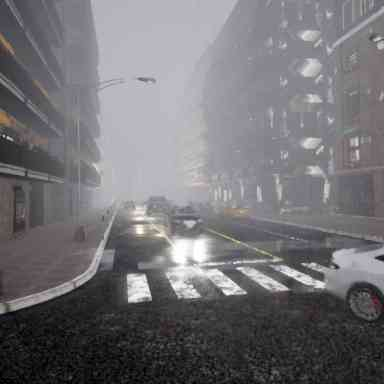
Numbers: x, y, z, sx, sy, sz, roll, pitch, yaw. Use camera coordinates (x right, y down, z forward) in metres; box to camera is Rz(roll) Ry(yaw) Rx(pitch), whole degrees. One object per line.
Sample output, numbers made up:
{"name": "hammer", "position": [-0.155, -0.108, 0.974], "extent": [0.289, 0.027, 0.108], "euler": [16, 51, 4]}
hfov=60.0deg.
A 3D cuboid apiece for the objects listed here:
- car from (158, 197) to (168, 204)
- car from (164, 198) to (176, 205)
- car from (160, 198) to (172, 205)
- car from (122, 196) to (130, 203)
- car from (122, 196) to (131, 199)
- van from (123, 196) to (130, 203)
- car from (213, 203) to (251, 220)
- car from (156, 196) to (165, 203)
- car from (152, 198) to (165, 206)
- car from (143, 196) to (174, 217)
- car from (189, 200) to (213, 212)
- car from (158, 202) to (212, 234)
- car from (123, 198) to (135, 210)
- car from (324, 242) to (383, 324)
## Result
{"name": "car", "position": [-6.811, 2.014, 78.462], "extent": [1.887, 1.381, 4.507], "euler": [-1, 0, -12]}
{"name": "car", "position": [-4.495, 1.932, 67.377], "extent": [2.008, 1.369, 4.403], "euler": [-1, 0, -12]}
{"name": "car", "position": [-5.653, 1.976, 72.919], "extent": [2.008, 1.369, 4.403], "euler": [-1, 0, -12]}
{"name": "car", "position": [-18.496, 2.033, 93.393], "extent": [2.192, 1.841, 5.009], "euler": [-1, 0, -12]}
{"name": "car", "position": [-13.863, 1.842, 71.226], "extent": [2.192, 1.841, 5.009], "euler": [-1, 0, -12]}
{"name": "van", "position": [-17.337, 2.006, 87.853], "extent": [1.690, 1.788, 3.998], "euler": [-1, 0, -12]}
{"name": "car", "position": [3.577, 1.605, 28.749], "extent": [1.752, 1.417, 4.829], "euler": [-1, 0, -12]}
{"name": "car", "position": [-7.971, 1.956, 84.003], "extent": [1.967, 1.590, 4.097], "euler": [-1, 0, -12]}
{"name": "car", "position": [-6.520, 1.884, 64.403], "extent": [2.128, 1.511, 4.902], "euler": [-1, 0, -12]}
{"name": "car", "position": [-3.666, 1.427, 35.121], "extent": [2.150, 2.045, 5.566], "euler": [-1, -1, -11]}
{"name": "car", "position": [1.296, 1.705, 39.665], "extent": [1.887, 1.381, 4.507], "euler": [-1, 0, -12]}
{"name": "car", "position": [-0.604, 1.593, 20.450], "extent": [2.128, 1.511, 4.902], "euler": [-1, 0, -12]}
{"name": "car", "position": [-9.226, 1.931, 49.054], "extent": [1.802, 1.307, 4.206], "euler": [-1, 0, -12]}
{"name": "car", "position": [4.438, 1.509, 5.193], "extent": [1.812, 1.442, 4.674], "euler": [-1, 0, -37]}
